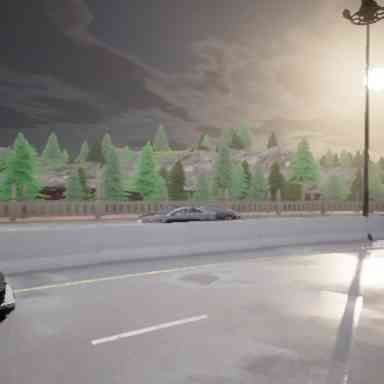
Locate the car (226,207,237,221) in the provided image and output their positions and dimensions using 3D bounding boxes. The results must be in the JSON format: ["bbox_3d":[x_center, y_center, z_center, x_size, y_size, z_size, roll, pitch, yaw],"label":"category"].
[{"bbox_3d":[1.090,1.640,24.523,4.674,1.442,1.812,1,0,-26],"label":"car"}]

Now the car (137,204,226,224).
[{"bbox_3d":[-0.819,1.563,19.564,4.902,1.511,2.128,1,0,-28],"label":"car"}]

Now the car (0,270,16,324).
[{"bbox_3d":[-5.038,1.574,4.425,4.718,1.301,1.895,1,0,-36],"label":"car"}]
